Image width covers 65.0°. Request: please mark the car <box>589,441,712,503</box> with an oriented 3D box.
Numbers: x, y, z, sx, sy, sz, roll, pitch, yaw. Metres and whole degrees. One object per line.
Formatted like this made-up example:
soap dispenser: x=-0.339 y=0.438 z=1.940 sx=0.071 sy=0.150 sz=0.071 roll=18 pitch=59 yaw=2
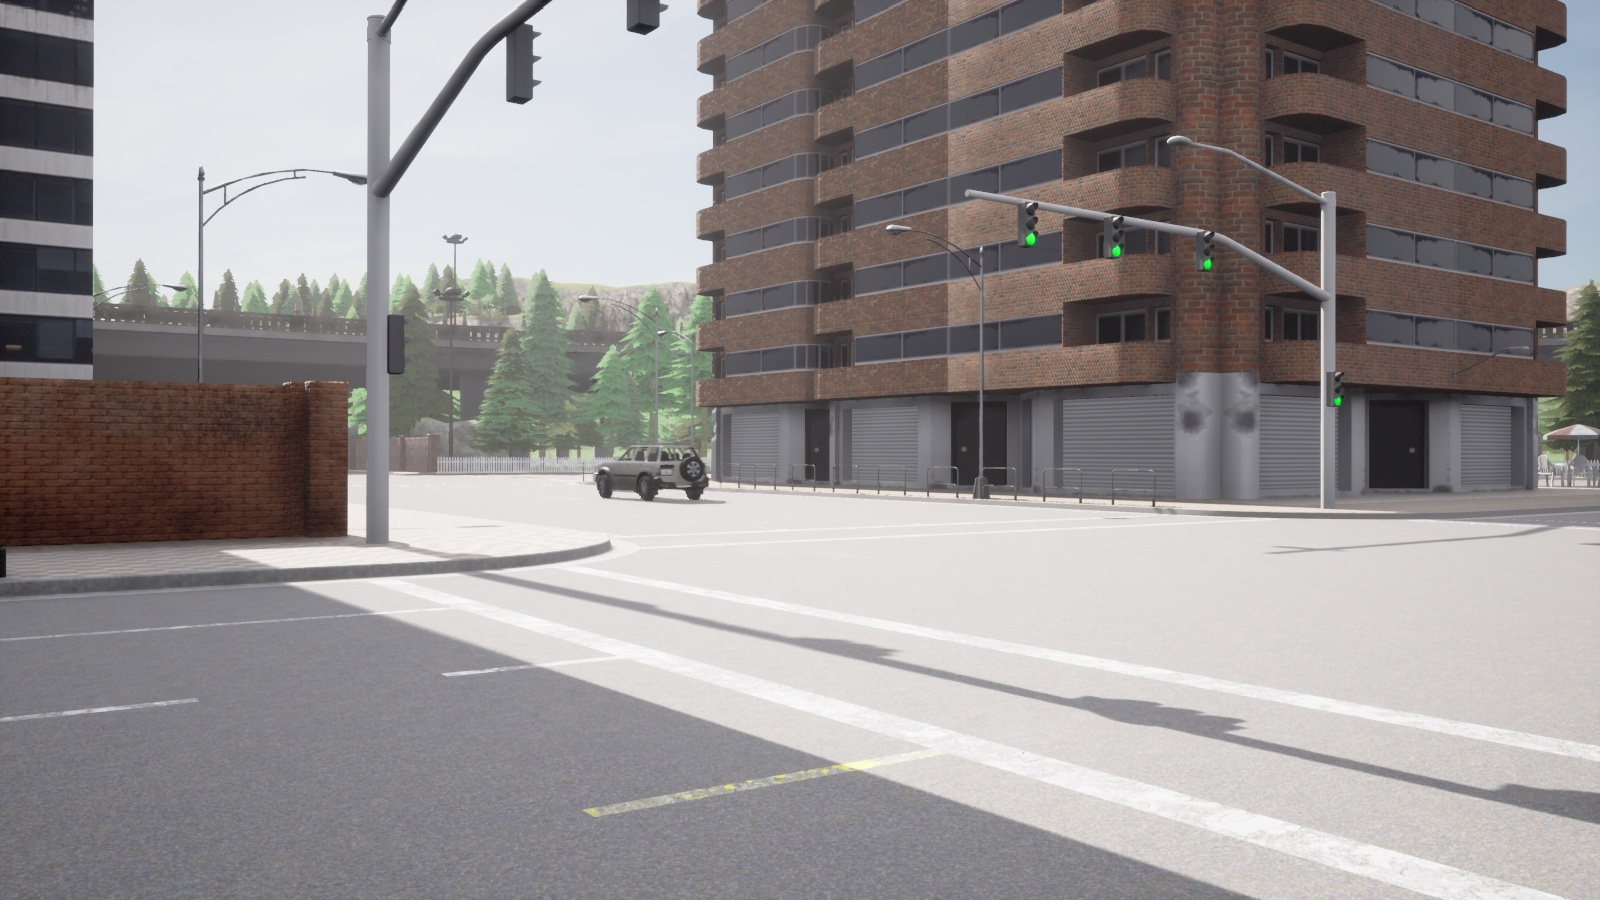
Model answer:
car: x=-4.811 y=0.669 z=39.947 sx=1.932 sy=1.855 sz=4.605 roll=0 pitch=0 yaw=-35
